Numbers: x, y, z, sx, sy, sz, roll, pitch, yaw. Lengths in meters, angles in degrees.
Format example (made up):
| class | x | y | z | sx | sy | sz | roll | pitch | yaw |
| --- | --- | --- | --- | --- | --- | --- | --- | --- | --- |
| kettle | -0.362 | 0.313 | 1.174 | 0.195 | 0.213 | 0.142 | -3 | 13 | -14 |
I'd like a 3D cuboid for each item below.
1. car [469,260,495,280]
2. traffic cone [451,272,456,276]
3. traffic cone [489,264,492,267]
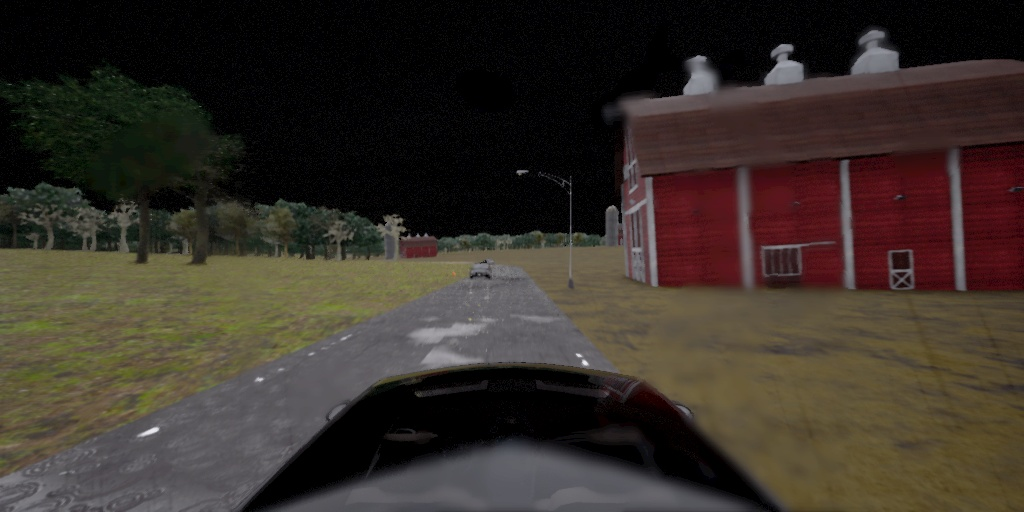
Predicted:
| class | x | y | z | sx | sy | sz | roll | pitch | yaw |
| --- | --- | --- | --- | --- | --- | --- | --- | --- | --- |
| car | -2.831 | 1.404 | 33.361 | 1.837 | 1.490 | 4.892 | 0 | -1 | 0 |
| traffic cone | -5.815 | 1.398 | 35.544 | 0.340 | 0.580 | 0.340 | 0 | 0 | -41 |
| traffic cone | -3.848 | 1.898 | 58.344 | 0.340 | 0.580 | 0.340 | 0 | 0 | 0 |
